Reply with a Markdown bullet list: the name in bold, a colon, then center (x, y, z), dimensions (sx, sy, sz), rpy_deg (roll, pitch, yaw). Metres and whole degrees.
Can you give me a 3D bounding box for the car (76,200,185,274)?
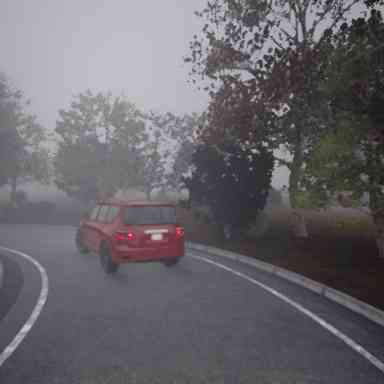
- **car**: center (-2.263, 1.268, 11.118), dimensions (2.150, 2.045, 5.566), rpy_deg (1, 0, -30)
